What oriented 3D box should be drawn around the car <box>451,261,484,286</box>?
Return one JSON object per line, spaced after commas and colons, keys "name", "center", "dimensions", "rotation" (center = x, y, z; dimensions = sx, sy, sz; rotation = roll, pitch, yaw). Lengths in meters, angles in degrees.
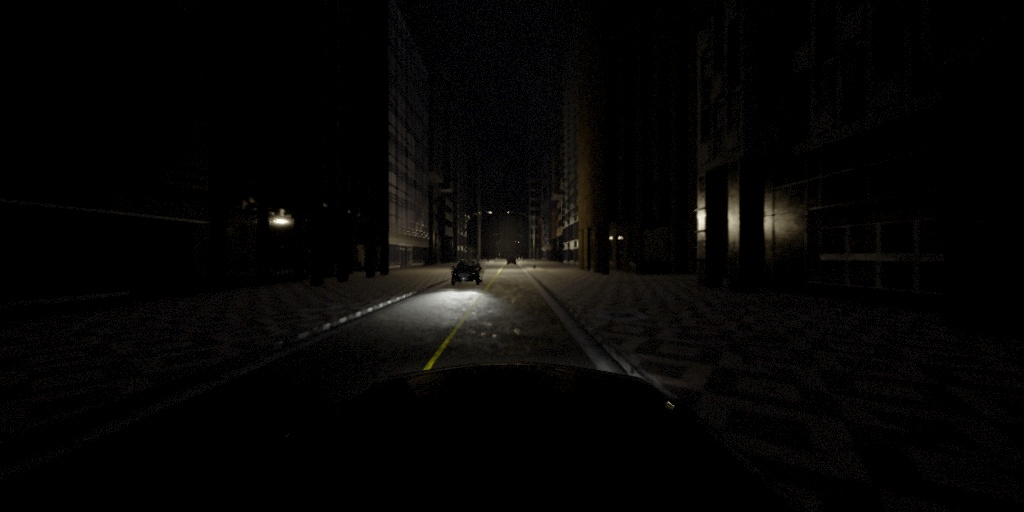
{"name": "car", "center": [-3.026, 1.126, 24.841], "dimensions": [2.128, 1.511, 4.902], "rotation": [0, 0, 0]}
